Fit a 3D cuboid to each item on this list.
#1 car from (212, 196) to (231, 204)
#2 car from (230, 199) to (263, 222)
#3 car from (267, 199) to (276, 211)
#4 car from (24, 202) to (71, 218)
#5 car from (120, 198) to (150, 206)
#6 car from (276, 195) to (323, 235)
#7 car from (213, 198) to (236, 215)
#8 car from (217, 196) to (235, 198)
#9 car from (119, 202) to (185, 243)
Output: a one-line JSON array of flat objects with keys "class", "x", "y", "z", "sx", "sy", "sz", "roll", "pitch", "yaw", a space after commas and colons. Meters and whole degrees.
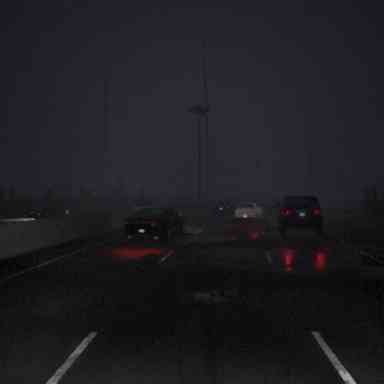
[{"class": "car", "x": 6.051, "y": 1.584, "z": 68.188, "sx": 1.882, "sy": 1.535, "sz": 5.008, "roll": 0, "pitch": 0, "yaw": 30}, {"class": "car", "x": 4.484, "y": 1.511, "z": 26.057, "sx": 1.812, "sy": 1.442, "sz": 4.674, "roll": 0, "pitch": 0, "yaw": 17}, {"class": "car", "x": 10.855, "y": 1.556, "z": 41.079, "sx": 2.033, "sy": 1.411, "sz": 5.357, "roll": 0, "pitch": 0, "yaw": 29}, {"class": "car", "x": -12.840, "y": 1.550, "z": 29.765, "sx": 1.994, "sy": 1.385, "sz": 4.181, "roll": 0, "pitch": 0, "yaw": 18}, {"class": "car", "x": -6.291, "y": 1.481, "z": 37.789, "sx": 1.882, "sy": 1.535, "sz": 5.008, "roll": 0, "pitch": 0, "yaw": 23}, {"class": "car", "x": 6.102, "y": 1.205, "z": 19.084, "sx": 2.150, "sy": 2.045, "sz": 5.566, "roll": 0, "pitch": 0, "yaw": 14}, {"class": "car", "x": 3.540, "y": 1.559, "z": 33.569, "sx": 1.994, "sy": 1.385, "sz": 4.181, "roll": 0, "pitch": 0, "yaw": 22}, {"class": "car", "x": 6.000, "y": 1.545, "z": 54.148, "sx": 2.128, "sy": 1.511, "sz": 4.902, "roll": 0, "pitch": 0, "yaw": 30}, {"class": "car", "x": -1.632, "y": 1.458, "z": 16.197, "sx": 1.882, "sy": 1.535, "sz": 5.008, "roll": 0, "pitch": 0, "yaw": 10}]
